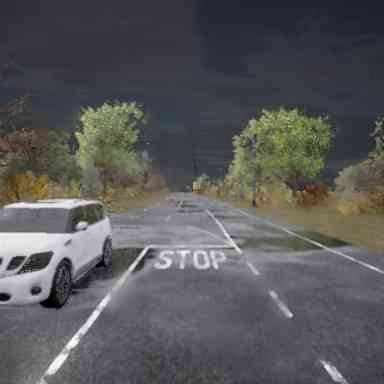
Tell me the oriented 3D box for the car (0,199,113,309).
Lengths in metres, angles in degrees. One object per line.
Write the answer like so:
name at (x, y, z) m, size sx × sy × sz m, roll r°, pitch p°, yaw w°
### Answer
car at (-3.499, 1.212, 8.094) m, size 2.150 × 2.045 × 5.566 m, roll 0°, pitch 0°, yaw 0°

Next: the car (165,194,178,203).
car at (-3.654, 1.101, 60.002) m, size 2.097 × 1.767 × 4.553 m, roll 0°, pitch 0°, yaw -1°
